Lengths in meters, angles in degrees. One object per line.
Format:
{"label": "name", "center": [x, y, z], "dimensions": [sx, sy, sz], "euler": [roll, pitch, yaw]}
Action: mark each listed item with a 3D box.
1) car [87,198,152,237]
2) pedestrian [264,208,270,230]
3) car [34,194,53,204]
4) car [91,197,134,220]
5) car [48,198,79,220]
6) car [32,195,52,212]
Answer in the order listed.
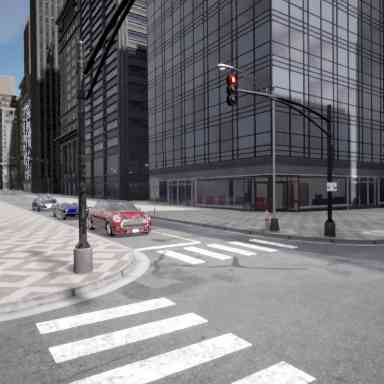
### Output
{"label": "car", "center": [-3.928, 1.233, 17.689], "dimensions": [2.097, 1.767, 4.553], "euler": [-1, 1, -34]}
{"label": "pedestrian", "center": [3.896, 1.373, 17.267], "dimensions": [0.500, 1.100, 0.500], "euler": [0, 0, -34]}
{"label": "car", "center": [-23.040, 1.044, 51.617], "dimensions": [1.895, 1.301, 4.718], "euler": [-1, 1, -34]}
{"label": "car", "center": [-6.615, 1.263, 27.391], "dimensions": [1.837, 1.490, 4.892], "euler": [-1, 2, -34]}
{"label": "car", "center": [-9.597, 1.389, 26.075], "dimensions": [1.895, 1.301, 4.718], "euler": [-1, 1, -34]}
{"label": "car", "center": [-15.410, 1.178, 34.672], "dimensions": [2.128, 1.511, 4.902], "euler": [-1, 1, -34]}
